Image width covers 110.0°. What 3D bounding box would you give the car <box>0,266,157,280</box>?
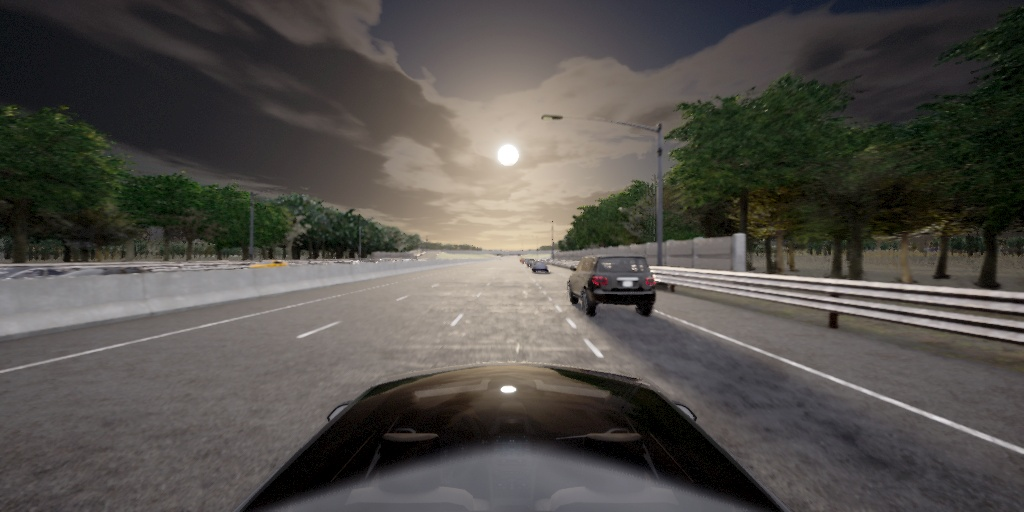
[{"bbox_3d":[-17.555,1.231,15.335,1.837,1.490,4.892,0,0,0],"label":"car"}]

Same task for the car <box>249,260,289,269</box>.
[{"bbox_3d":[-27.961,1.217,41.450,1.882,1.535,5.008,0,0,1],"label":"car"}]

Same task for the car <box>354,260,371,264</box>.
[{"bbox_3d":[-24.383,1.378,59.343,1.895,1.301,4.718,0,0,0],"label":"car"}]

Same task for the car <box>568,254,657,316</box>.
[{"bbox_3d":[3.534,0.945,13.619,2.150,2.045,5.566,0,0,0],"label":"car"}]

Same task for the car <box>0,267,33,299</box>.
[{"bbox_3d":[-24.557,1.256,14.941,2.033,1.411,5.357,0,0,0],"label":"car"}]

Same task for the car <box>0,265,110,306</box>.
[{"bbox_3d":[-21.053,1.209,15.366,2.128,1.511,4.902,0,0,0],"label":"car"}]

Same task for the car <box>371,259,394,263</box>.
[{"bbox_3d":[-20.892,1.284,59.480,2.128,1.511,4.902,0,0,1],"label":"car"}]

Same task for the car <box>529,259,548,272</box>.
[{"bbox_3d":[3.601,1.387,47.070,1.994,1.385,4.181,0,0,0],"label":"car"}]
